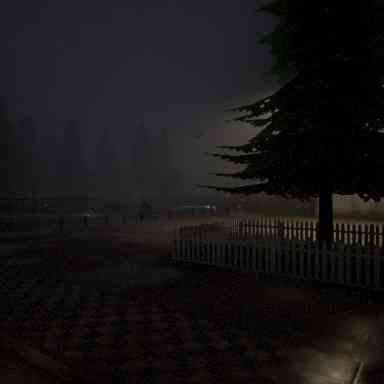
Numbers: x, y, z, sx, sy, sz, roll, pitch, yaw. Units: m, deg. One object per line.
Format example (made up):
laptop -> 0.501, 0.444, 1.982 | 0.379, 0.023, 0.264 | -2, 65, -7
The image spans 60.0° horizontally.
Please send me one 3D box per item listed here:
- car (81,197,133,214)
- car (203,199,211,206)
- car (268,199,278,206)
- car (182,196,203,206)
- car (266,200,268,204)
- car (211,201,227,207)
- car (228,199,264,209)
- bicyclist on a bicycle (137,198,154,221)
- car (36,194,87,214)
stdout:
car -> -8.808, 1.547, 35.797 | 2.033, 1.411, 5.357 | 0, 0, 35
car -> 4.462, 1.547, 54.250 | 2.033, 1.411, 5.357 | 0, 0, 36
car -> 14.267, 1.547, 55.774 | 2.033, 1.411, 5.357 | 0, 0, 36
car -> 0.409, 1.351, 54.625 | 2.097, 1.767, 4.553 | 0, 0, 36
car -> 10.404, 1.547, 56.549 | 2.033, 1.411, 5.357 | 0, 0, 35
car -> 5.088, 1.564, 48.990 | 1.994, 1.385, 4.181 | 0, 0, 35
car -> 7.627, 1.223, 46.450 | 2.150, 2.045, 5.566 | 0, 0, 35
bicyclist on a bicycle -> -3.433, 1.302, 24.414 | 1.656, 1.620, 0.582 | 0, 0, 35
car -> -13.495, 1.221, 35.252 | 2.150, 2.045, 5.566 | 0, 0, 35
